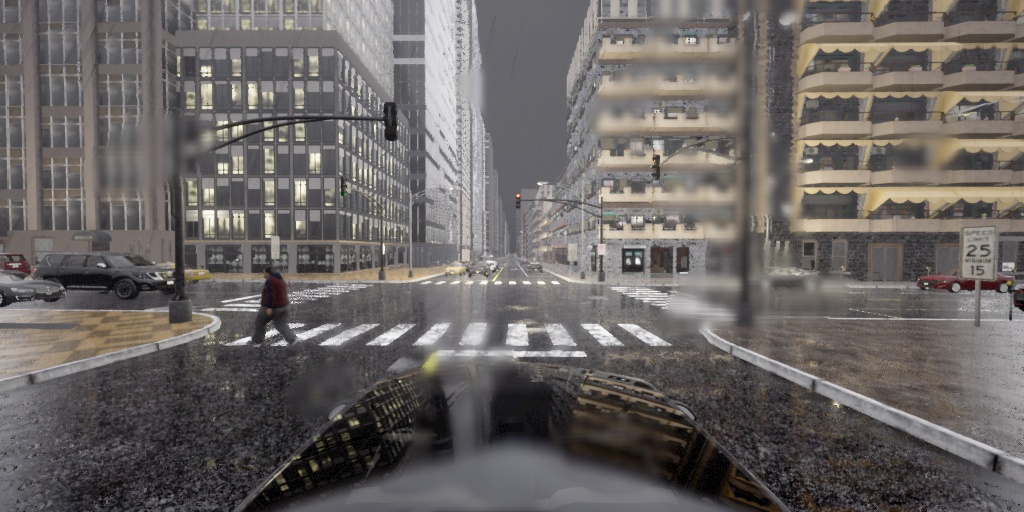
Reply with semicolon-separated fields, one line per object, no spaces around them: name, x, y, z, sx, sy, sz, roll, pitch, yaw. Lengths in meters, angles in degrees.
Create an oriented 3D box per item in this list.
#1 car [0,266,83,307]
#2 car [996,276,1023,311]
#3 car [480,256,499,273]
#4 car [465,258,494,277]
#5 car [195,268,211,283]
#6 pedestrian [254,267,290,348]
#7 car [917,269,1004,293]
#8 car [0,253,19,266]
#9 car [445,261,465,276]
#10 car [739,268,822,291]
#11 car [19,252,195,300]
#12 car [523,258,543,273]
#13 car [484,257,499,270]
car;-20.287;1.204;14.047;4.403;1.370;2.007;0;0;1
car;21.715;1.576;13.432;4.313;1.339;1.948;0;0;1
car;-3.101;0.961;44.436;2.150;2.045;5.566;0;0;0
car;-3.099;1.246;34.737;1.837;1.490;4.892;0;0;0
car;-21.669;1.030;22.381;4.829;1.417;1.751;0;0;1
pedestrian;-5.142;1.042;7.669;0.375;1.860;0.375;-1;1;0
car;27.373;1.462;21.733;4.507;1.381;1.888;0;0;1
car;-33.615;0.713;22.584;5.009;1.841;2.192;0;0;1
car;-5.694;1.266;36.531;1.751;1.417;4.829;0;0;0
car;16.307;1.376;21.887;4.403;1.370;2.007;0;0;1
car;-18.484;0.848;16.567;5.566;2.045;2.150;1;1;1
car;2.685;1.290;42.356;2.007;1.370;4.403;0;0;0
car;-3.093;1.090;54.579;2.097;1.767;4.553;0;0;0
